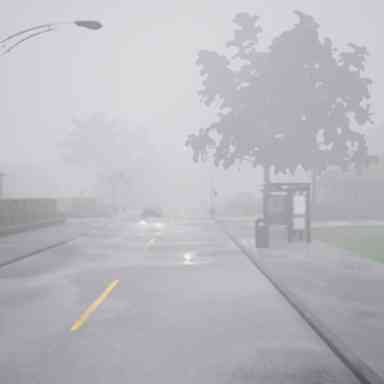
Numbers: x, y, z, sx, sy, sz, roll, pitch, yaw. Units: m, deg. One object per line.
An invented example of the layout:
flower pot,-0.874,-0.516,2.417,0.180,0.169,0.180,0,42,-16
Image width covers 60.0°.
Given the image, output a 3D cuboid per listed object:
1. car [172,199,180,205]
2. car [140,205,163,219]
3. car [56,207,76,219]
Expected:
car,-4.015,2.477,85.188,2.033,1.411,5.357,0,-1,0
car,-4.025,1.974,33.784,1.895,1.301,4.718,0,-1,0
car,-12.890,1.672,28.610,5.357,1.415,2.033,0,-1,3
